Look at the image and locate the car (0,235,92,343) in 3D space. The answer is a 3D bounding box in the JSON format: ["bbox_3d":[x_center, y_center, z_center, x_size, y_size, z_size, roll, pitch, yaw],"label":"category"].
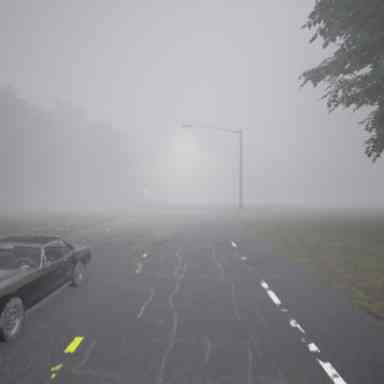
[{"bbox_3d":[-3.594,1.621,6.607,1.895,1.301,4.718,0,0,0],"label":"car"}]
